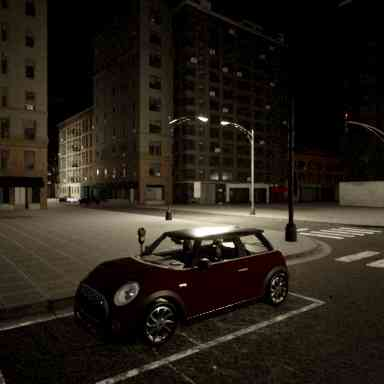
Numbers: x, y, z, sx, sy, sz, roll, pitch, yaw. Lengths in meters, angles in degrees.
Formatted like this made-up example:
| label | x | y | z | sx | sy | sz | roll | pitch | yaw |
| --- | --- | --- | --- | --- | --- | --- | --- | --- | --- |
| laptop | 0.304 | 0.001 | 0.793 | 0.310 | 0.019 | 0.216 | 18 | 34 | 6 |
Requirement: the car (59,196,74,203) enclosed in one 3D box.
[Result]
| label | x | y | z | sx | sy | sz | roll | pitch | yaw |
| --- | --- | --- | --- | --- | --- | --- | --- | --- | --- |
| car | -22.165 | 1.275 | 59.248 | 1.895 | 1.301 | 4.718 | 0 | 0 | -39 |

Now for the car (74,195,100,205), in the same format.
| label | x | y | z | sx | sy | sz | roll | pitch | yaw |
| --- | --- | --- | --- | --- | --- | --- | --- | --- | --- |
| car | -15.842 | 1.221 | 51.149 | 2.128 | 1.511 | 4.902 | 0 | 0 | -38 |

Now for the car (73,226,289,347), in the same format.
| label | x | y | z | sx | sy | sz | roll | pitch | yaw |
| --- | --- | --- | --- | --- | --- | --- | --- | --- | --- |
| car | -0.052 | 1.440 | 6.265 | 4.097 | 1.590 | 1.967 | 0 | 0 | -38 |
